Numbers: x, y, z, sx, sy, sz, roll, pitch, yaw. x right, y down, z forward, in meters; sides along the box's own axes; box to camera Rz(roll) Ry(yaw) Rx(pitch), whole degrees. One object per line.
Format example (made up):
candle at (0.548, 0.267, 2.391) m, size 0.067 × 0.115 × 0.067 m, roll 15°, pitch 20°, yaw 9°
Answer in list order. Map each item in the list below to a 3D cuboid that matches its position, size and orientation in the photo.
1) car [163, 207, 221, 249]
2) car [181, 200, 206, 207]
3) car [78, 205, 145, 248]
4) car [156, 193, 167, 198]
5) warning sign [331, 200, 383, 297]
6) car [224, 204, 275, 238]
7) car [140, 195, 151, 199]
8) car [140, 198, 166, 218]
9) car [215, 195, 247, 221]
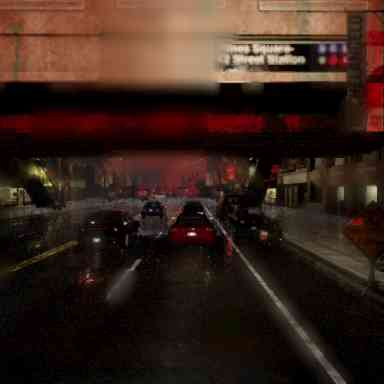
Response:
car at (0.017, 1.573, 14.607) m, size 1.994 × 1.385 × 4.181 m, roll 0°, pitch 0°, yaw 0°
car at (0.129, 1.517, 29.652) m, size 1.837 × 1.490 × 4.892 m, roll 0°, pitch 0°, yaw 0°
car at (-3.483, 1.517, 14.636) m, size 1.837 × 1.490 × 4.892 m, roll 0°, pitch 0°, yaw 0°
car at (-6.937, 1.223, 75.567) m, size 2.150 × 2.045 × 5.566 m, roll 0°, pitch 0°, yaw -3°
warning sign at (3.800, 1.115, 7.032) m, size 1.300 × 1.860 × 1.060 m, roll 0°, pitch 0°, yaw 0°
car at (3.225, 1.595, 19.584) m, size 1.895 × 1.301 × 4.718 m, roll 0°, pitch 0°, yaw 0°
car at (-10.430, 1.497, 75.059) m, size 1.837 × 1.490 × 4.892 m, roll 0°, pitch 0°, yaw 0°
car at (-3.371, 1.564, 29.650) m, size 2.033 × 1.411 × 5.357 m, roll 0°, pitch 0°, yaw 0°
car at (3.180, 1.228, 26.981) m, size 2.435 × 2.045 × 5.566 m, roll 0°, pitch 0°, yaw 0°
